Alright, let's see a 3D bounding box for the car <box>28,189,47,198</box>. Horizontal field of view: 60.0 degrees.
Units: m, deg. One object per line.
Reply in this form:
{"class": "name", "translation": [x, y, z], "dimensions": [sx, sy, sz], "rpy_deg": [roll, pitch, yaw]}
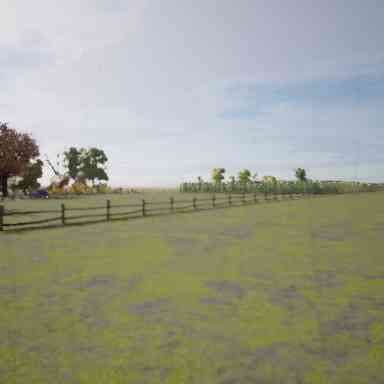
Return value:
{"class": "car", "translation": [-38.013, 0.393, 82.008], "dimensions": [2.150, 2.045, 5.566], "rpy_deg": [1, 1, 9]}
